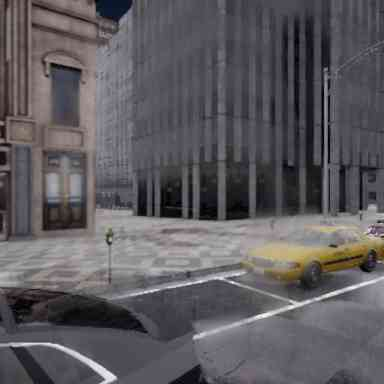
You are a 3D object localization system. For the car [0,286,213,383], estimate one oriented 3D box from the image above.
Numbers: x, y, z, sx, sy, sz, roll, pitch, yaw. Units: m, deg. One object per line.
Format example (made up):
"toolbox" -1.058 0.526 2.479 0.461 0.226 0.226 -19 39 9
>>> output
"car" -2.116 1.506 1.868 4.892 1.490 1.837 0 0 -36

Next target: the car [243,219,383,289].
"car" 3.520 1.516 9.158 4.829 1.417 1.752 0 0 -35
